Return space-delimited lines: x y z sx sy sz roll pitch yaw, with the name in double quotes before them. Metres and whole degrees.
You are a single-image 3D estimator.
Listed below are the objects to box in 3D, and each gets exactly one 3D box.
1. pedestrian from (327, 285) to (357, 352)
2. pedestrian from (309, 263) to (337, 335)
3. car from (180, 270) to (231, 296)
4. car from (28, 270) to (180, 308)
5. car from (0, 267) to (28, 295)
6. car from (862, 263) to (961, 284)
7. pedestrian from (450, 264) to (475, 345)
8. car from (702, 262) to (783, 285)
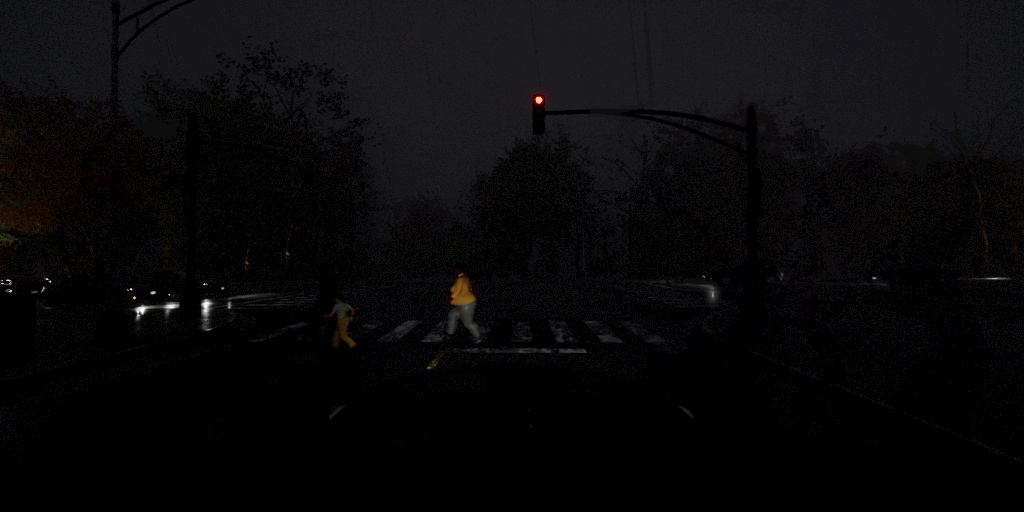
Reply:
"pedestrian" -3.548 1.325 7.545 0.375 1.300 0.375 1 -1 1
"pedestrian" -4.580 1.038 8.760 0.375 1.860 0.375 1 -1 1
"car" -17.374 1.422 18.671 4.674 1.442 1.812 -1 -1 1
"car" -17.347 1.415 15.413 4.181 1.385 1.994 -1 -1 2
"car" -27.449 1.351 19.011 4.553 1.767 2.097 -1 -1 2
"car" 26.441 1.140 23.885 4.718 1.301 1.895 -1 -1 2
"pedestrian" -1.122 1.044 8.123 0.375 1.860 0.375 1 -1 1
"car" 15.494 1.156 24.257 4.892 1.490 1.837 -1 -1 2
